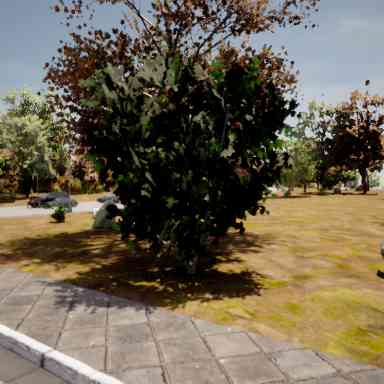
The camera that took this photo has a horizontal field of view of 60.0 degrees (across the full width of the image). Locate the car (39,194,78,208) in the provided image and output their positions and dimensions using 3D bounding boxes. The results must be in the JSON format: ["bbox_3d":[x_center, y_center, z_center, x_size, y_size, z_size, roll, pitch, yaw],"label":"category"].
[{"bbox_3d":[-17.022,1.390,43.329,1.994,1.385,4.181,0,2,39],"label":"car"}]

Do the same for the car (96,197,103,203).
[{"bbox_3d":[-12.858,0.960,54.024,2.033,1.411,5.357,0,3,39],"label":"car"}]

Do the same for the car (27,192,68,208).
[{"bbox_3d":[-19.564,1.049,45.757,2.150,2.045,5.566,0,2,39],"label":"car"}]
